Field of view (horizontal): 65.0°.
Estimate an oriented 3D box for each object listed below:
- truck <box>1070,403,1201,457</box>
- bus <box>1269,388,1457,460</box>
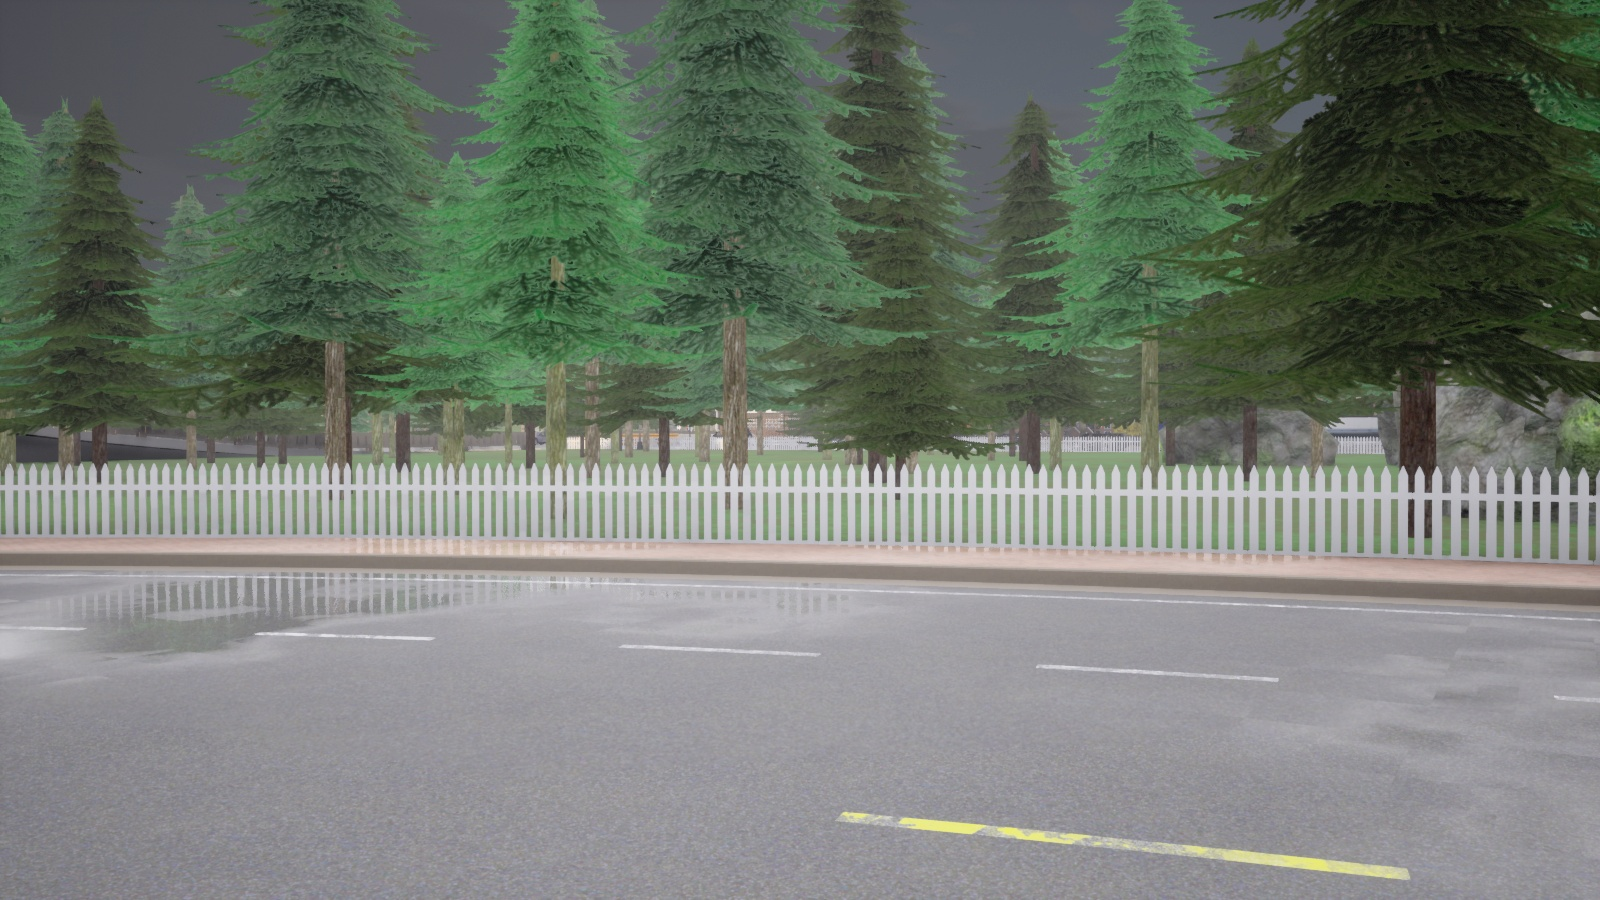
[{"bbox_3d":[22.241,-1.352,83.439,7.936,3.462,2.891,1,1,33],"label":"truck"},{"bbox_3d":[35.381,-1.628,79.101,10.273,4.253,3.944,1,1,33],"label":"bus"}]
